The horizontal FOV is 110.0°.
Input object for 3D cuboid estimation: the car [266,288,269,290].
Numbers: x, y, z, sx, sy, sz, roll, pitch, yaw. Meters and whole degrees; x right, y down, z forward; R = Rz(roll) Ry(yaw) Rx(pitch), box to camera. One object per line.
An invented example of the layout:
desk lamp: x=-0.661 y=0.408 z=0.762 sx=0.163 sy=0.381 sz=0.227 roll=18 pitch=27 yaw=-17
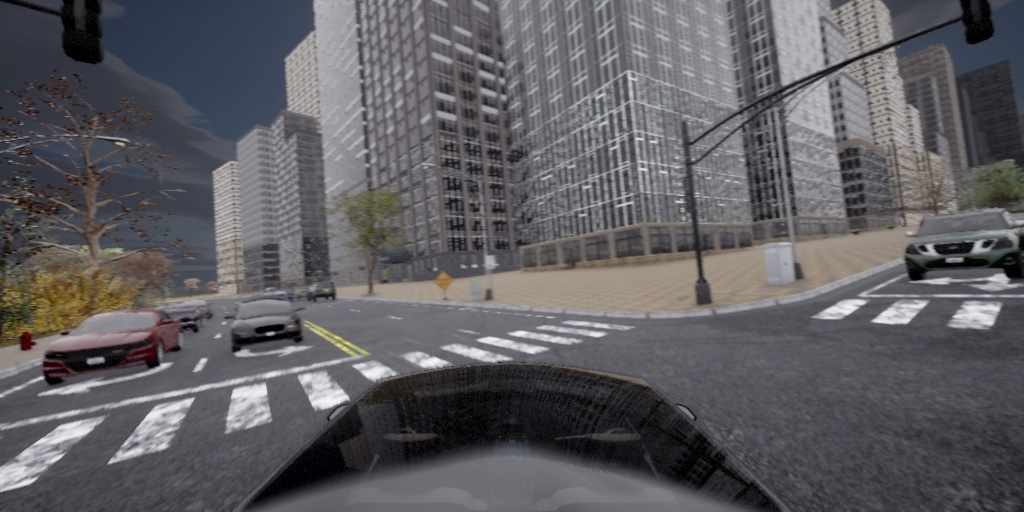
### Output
car: x=-32.806 y=5.498 z=48.573 sx=1.837 sy=1.490 sz=4.892 roll=-3 pitch=-3 yaw=-40

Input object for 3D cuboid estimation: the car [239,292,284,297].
car: x=-14.263 y=2.989 z=20.102 sx=2.033 sy=1.411 sz=5.357 roll=-3 pitch=-3 yaw=-38

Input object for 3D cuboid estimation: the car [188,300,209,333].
car: x=-16.426 y=3.115 z=17.584 sx=1.895 sy=1.301 sz=4.718 roll=-3 pitch=-3 yaw=-37

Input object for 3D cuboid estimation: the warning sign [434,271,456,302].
warning sign: x=-4.176 y=1.865 z=22.491 sx=1.300 sy=1.860 sz=1.060 roll=0 pitch=0 yaw=-37

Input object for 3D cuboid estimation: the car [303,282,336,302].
car: x=-20.883 y=3.914 z=39.228 sx=2.150 sy=2.045 sz=5.566 roll=-3 pitch=-3 yaw=-39

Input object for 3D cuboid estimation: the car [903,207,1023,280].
car: x=14.929 y=-0.456 z=11.793 sx=5.566 sy=2.045 sz=2.150 roll=-6 pitch=-2 yaw=-33

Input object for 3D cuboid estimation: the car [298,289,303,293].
car: x=-27.796 y=5.054 z=47.575 sx=2.128 sy=1.511 sz=4.902 roll=-3 pitch=-3 yaw=-40

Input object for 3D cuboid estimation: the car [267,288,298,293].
car: x=-26.061 y=4.625 z=40.519 sx=1.882 sy=1.535 sz=5.008 roll=-3 pitch=-3 yaw=-39

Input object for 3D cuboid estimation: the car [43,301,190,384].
car: x=-10.859 y=2.279 z=10.127 sx=1.882 sy=1.535 sz=5.008 roll=-3 pitch=-3 yaw=-36

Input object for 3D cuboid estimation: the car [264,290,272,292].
car: x=-20.633 y=3.742 z=28.311 sx=2.128 sy=1.511 sz=4.902 roll=-3 pitch=-3 yaw=-38

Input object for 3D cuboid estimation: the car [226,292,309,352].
car: x=-8.531 y=2.213 z=12.449 sx=1.837 sy=1.490 sz=4.892 roll=-3 pitch=-3 yaw=-37

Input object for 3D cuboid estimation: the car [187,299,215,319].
car: x=-22.643 y=3.829 z=25.616 sx=1.812 sy=1.442 sz=4.674 roll=-3 pitch=-3 yaw=-38
